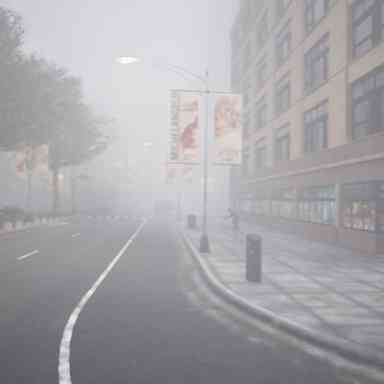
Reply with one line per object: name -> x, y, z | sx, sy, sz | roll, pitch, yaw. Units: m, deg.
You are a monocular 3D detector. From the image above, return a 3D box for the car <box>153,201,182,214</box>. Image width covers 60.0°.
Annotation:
car -> -3.692, 2.344, 51.062 | 2.150, 2.045, 5.566 | 0, -1, 30

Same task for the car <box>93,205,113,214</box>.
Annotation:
car -> -13.235, 2.527, 49.303 | 1.895, 1.301, 4.718 | 2, -1, -28

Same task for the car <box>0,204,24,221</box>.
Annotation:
car -> -17.898, 1.946, 31.941 | 2.128, 1.511, 4.902 | 1, -1, -5

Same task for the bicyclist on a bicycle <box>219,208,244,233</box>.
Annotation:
bicyclist on a bicycle -> 2.536, 1.840, 21.290 | 1.656, 1.620, 0.582 | 1, -1, -5
